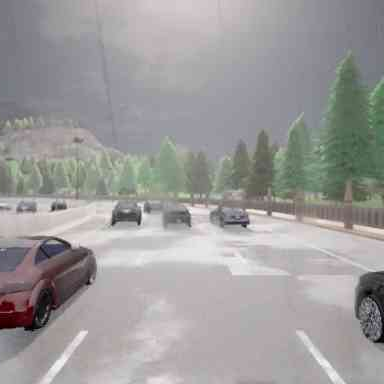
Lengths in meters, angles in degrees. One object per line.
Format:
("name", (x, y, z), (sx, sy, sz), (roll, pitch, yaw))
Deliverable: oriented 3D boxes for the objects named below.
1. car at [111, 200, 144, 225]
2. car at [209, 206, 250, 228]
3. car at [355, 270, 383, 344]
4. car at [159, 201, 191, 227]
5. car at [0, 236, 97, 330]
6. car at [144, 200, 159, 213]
("car", (-5.005, 1.480, 25.666), (2.097, 1.767, 4.553), (0, 0, -9))
("car", (2.496, 1.664, 23.276), (2.033, 1.411, 5.357), (0, 0, -8))
("car", (3.599, 1.510, 3.560), (2.128, 1.511, 4.902), (0, 0, 0))
("car", (-1.183, 1.626, 23.873), (1.837, 1.490, 4.892), (0, 0, -8))
("car", (-3.433, 1.599, 6.951), (1.994, 1.385, 4.181), (0, 0, -1))
("car", (-4.591, 1.687, 39.249), (2.128, 1.511, 4.902), (0, 0, -16))
